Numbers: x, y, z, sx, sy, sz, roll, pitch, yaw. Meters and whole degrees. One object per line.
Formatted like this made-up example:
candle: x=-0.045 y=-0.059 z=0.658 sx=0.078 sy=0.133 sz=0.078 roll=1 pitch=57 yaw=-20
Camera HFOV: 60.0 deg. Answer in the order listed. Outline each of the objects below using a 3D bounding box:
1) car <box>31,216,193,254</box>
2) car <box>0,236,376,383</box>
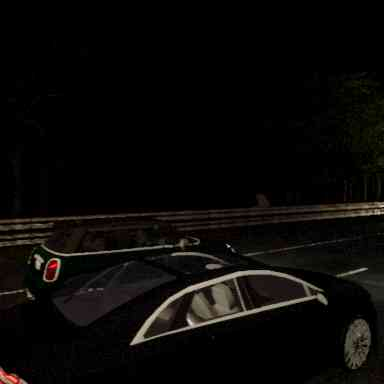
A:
car: x=-1.072 y=1.341 z=7.282 sx=4.553 sy=1.767 sz=2.097 roll=0 pitch=0 yaw=-35
car: x=0.312 y=1.483 z=3.969 sx=4.902 sy=1.511 sz=2.128 roll=0 pitch=0 yaw=-35
